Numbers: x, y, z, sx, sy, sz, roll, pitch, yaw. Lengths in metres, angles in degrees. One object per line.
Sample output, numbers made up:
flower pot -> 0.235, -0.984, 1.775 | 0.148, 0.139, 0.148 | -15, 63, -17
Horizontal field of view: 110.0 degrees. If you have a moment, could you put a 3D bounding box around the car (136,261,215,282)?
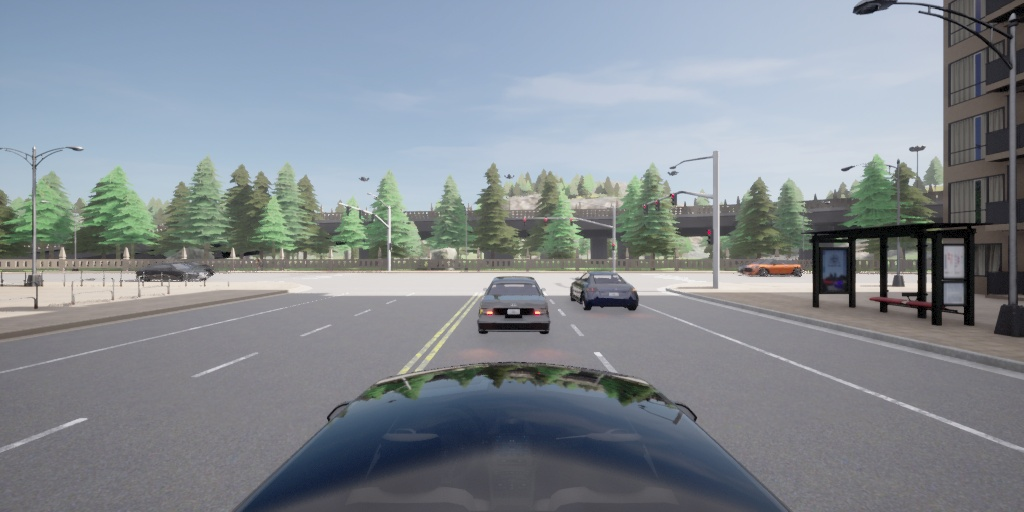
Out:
car -> -25.545, 1.221, 27.112 | 4.674, 1.442, 1.812 | 1, 0, -1

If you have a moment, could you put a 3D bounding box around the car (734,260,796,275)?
car -> 26.034, 1.186, 37.005 | 4.902, 1.511, 2.128 | 0, 0, 2

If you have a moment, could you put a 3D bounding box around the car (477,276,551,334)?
car -> 0.060, 1.297, 10.558 | 2.033, 1.411, 5.357 | 0, 0, 1

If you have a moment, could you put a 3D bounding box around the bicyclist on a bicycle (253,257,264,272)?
bicyclist on a bicycle -> -29.461, 0.995, 41.659 | 0.582, 1.620, 1.656 | 0, 0, 1

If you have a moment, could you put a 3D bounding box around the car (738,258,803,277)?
car -> 24.328, 1.047, 33.558 | 4.553, 1.767, 2.097 | 0, 0, 2

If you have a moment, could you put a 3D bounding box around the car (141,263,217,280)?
car -> -28.361, 1.295, 30.644 | 4.718, 1.301, 1.895 | 0, 0, 1

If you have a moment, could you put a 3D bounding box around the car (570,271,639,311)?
car -> 3.579, 1.314, 14.568 | 1.994, 1.385, 4.181 | 0, 0, 0
